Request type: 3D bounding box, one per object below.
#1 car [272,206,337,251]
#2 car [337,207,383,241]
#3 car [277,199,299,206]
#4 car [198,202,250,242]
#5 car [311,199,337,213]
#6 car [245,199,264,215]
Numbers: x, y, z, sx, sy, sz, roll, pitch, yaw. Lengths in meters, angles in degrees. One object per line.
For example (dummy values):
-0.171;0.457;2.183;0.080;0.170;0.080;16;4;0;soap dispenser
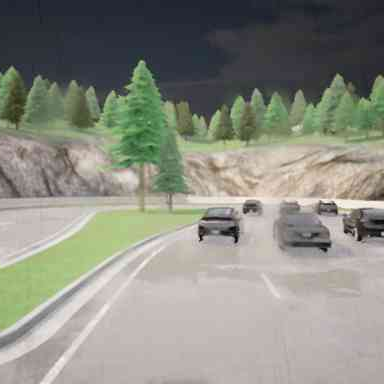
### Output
4.482;1.542;14.078;2.033;1.411;5.357;0;0;11;car
8.665;1.499;16.254;1.837;1.490;4.892;0;0;14;car
9.747;1.478;33.675;2.128;1.511;4.902;0;0;11;car
1.543;1.484;16.408;2.128;1.511;4.902;0;0;13;car
13.294;1.478;33.582;2.128;1.511;4.902;0;0;10;car
6.078;1.491;33.341;1.837;1.490;4.892;0;0;14;car
